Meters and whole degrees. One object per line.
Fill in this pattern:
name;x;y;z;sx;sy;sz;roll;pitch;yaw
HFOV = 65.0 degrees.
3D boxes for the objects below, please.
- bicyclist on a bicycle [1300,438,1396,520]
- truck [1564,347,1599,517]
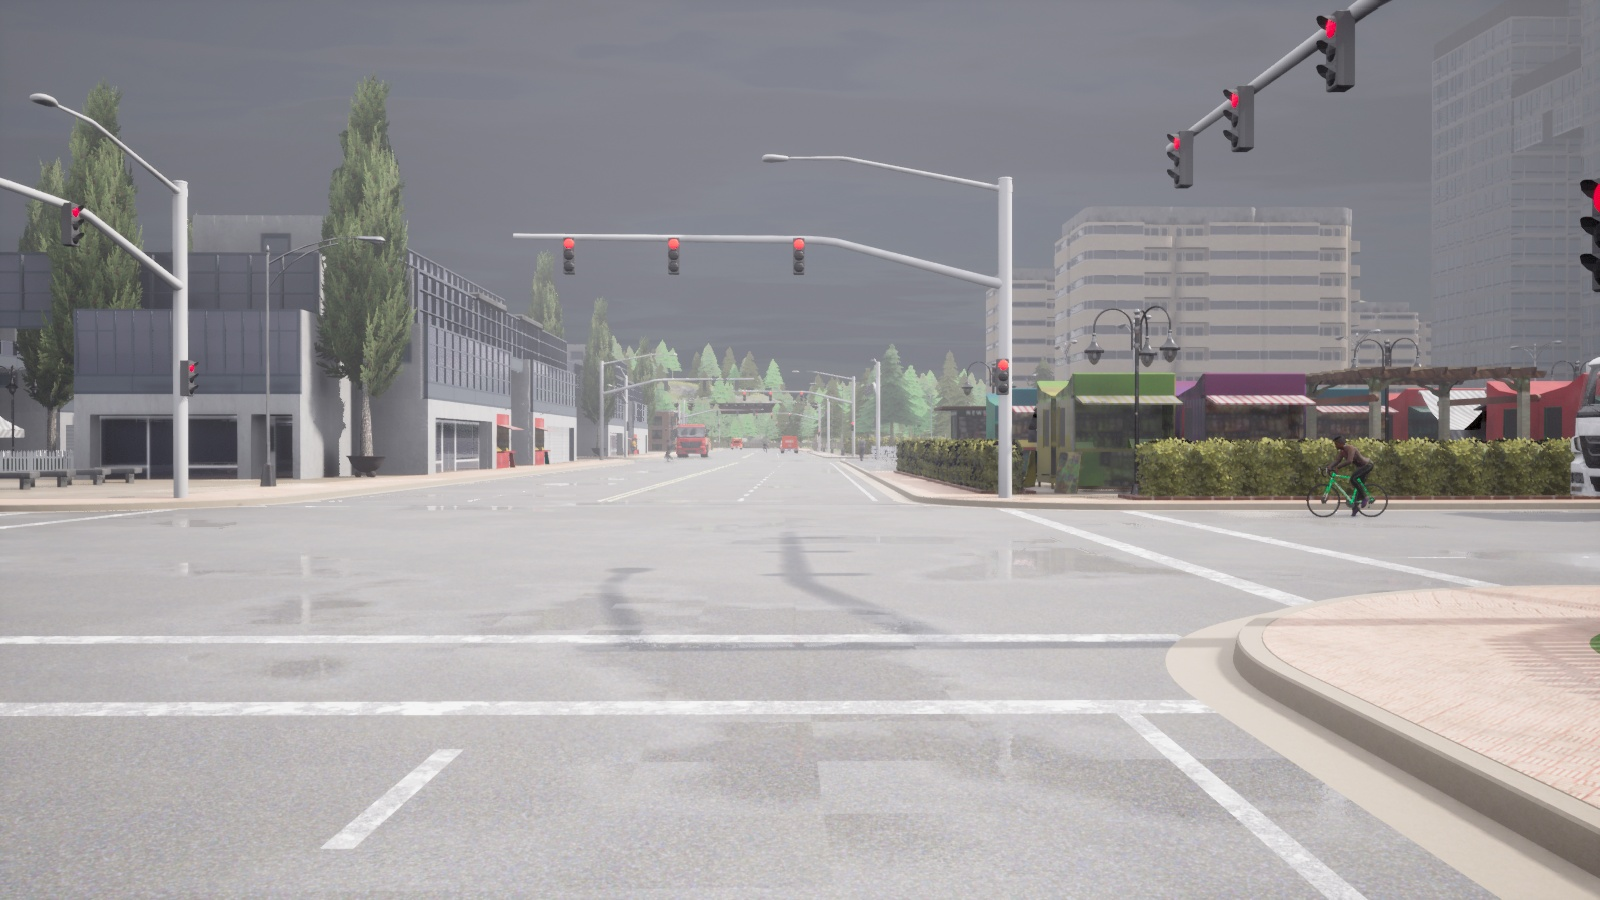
bicyclist on a bicycle;10.932;0.567;25.075;1.656;1.620;0.582;0;0;-1
truck;20.193;-0.362;25.251;7.936;3.462;2.891;0;0;-1
